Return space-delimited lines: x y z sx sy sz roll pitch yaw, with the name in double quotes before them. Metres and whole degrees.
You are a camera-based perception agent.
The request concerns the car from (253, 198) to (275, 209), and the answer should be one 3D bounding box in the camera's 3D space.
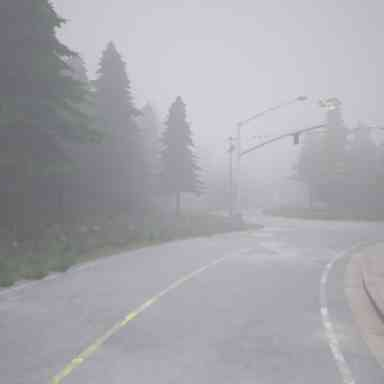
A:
"car" 13.657 2.156 62.930 2.150 2.045 5.566 -1 -1 41
